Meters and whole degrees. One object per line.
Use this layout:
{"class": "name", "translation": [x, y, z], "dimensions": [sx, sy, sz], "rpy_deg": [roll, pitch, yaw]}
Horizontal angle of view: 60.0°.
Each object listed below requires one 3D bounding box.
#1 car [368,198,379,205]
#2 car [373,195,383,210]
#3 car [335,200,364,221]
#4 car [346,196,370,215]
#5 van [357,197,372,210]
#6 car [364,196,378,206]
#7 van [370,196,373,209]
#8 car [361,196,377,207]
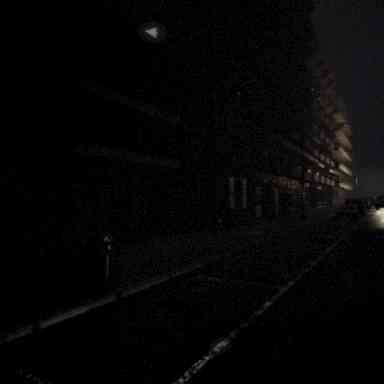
{"class": "car", "translation": [39.702, 2.039, 72.594], "dimensions": [1.947, 1.339, 4.313], "rpy_deg": [0, 0, 31]}
{"class": "car", "translation": [26.845, 1.461, 46.289], "dimensions": [2.150, 2.045, 5.566], "rpy_deg": [-1, -1, 31]}
{"class": "car", "translation": [13.963, 1.714, 29.793], "dimensions": [1.752, 1.417, 4.829], "rpy_deg": [0, 0, 31]}
{"class": "car", "translation": [16.903, 1.529, 34.679], "dimensions": [2.192, 1.841, 5.009], "rpy_deg": [0, 0, 31]}
{"class": "van", "translation": [25.452, 1.640, 48.897], "dimensions": [1.690, 1.788, 3.998], "rpy_deg": [0, 0, 31]}
{"class": "car", "translation": [34.003, 1.715, 63.114], "dimensions": [2.192, 1.841, 5.009], "rpy_deg": [0, 0, 31]}
{"class": "van", "translation": [22.602, 1.609, 44.156], "dimensions": [1.690, 1.788, 3.998], "rpy_deg": [0, 0, 31]}
{"class": "car", "translation": [31.153, 1.680, 58.376], "dimensions": [2.192, 1.841, 5.009], "rpy_deg": [0, 0, 31]}
